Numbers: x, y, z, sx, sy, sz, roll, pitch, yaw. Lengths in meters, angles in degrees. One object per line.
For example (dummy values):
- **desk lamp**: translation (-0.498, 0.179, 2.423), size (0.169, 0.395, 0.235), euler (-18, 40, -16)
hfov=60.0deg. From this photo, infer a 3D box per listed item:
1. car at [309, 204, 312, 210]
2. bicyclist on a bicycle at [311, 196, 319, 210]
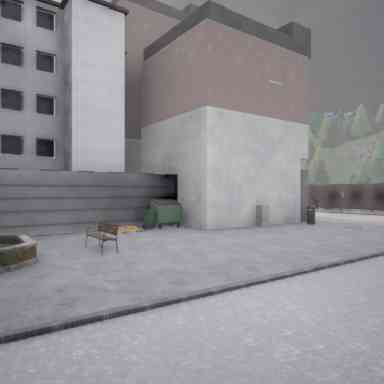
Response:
- **car**: translation (9.124, 1.220, 33.206), size (2.150, 2.045, 5.566), euler (0, 0, -36)
- **bicyclist on a bicycle**: translation (14.704, 1.348, 39.842), size (1.656, 1.620, 0.582), euler (0, 0, -36)
